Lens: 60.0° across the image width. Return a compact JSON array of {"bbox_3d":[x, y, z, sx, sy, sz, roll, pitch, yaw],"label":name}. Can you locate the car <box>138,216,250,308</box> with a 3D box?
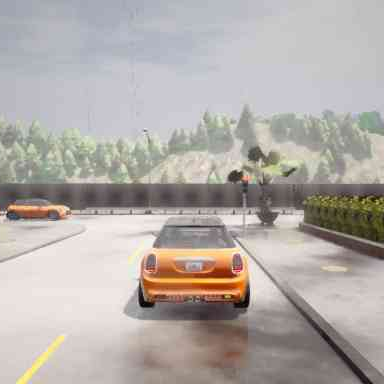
[{"bbox_3d":[0.056,1.352,8.091,2.097,1.767,4.553,0,0,0],"label":"car"}]

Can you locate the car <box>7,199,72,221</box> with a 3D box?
[{"bbox_3d":[-11.948,1.352,26.251,4.553,1.767,2.097,0,0,0],"label":"car"}]
